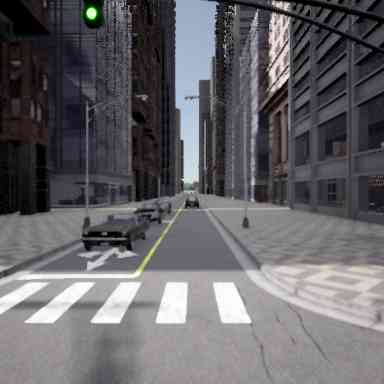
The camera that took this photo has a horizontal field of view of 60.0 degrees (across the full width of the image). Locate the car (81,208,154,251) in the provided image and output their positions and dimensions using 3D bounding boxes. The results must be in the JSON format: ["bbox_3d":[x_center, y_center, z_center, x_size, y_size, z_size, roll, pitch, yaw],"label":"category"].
[{"bbox_3d":[-3.086,1.587,14.279,1.895,1.301,4.718,0,0,3],"label":"car"}]

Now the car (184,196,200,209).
[{"bbox_3d":[0.022,1.443,44.509,1.882,1.535,5.008,0,0,0],"label":"car"}]

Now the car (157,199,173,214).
[{"bbox_3d":[-3.064,1.462,34.694,2.128,1.511,4.902,0,0,0],"label":"car"}]

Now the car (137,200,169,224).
[{"bbox_3d":[-3.077,1.541,24.366,1.994,1.385,4.181,0,0,1],"label":"car"}]

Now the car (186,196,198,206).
[{"bbox_3d":[0.027,1.468,54.936,1.837,1.490,4.892,0,0,0],"label":"car"}]
